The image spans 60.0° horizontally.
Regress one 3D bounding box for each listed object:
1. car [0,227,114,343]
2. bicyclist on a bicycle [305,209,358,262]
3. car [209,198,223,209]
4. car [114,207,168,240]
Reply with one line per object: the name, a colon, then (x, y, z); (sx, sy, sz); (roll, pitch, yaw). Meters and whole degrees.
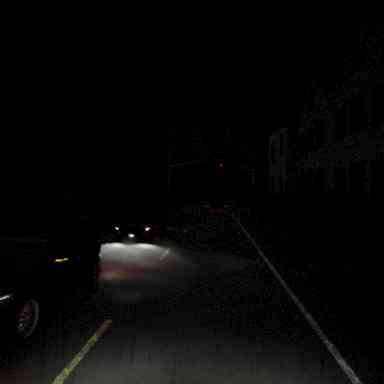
car: (-3.193, 1.472, 6.527); (1.812, 1.442, 4.674); (1, 0, 4)
bicyclist on a bicycle: (4.405, 1.380, 10.468); (1.656, 1.620, 0.582); (2, 0, 4)
car: (3.502, 1.566, 47.236); (2.128, 1.511, 4.902); (1, 0, 4)
car: (-2.424, 1.509, 17.048); (2.033, 1.411, 5.357); (1, 0, 4)
